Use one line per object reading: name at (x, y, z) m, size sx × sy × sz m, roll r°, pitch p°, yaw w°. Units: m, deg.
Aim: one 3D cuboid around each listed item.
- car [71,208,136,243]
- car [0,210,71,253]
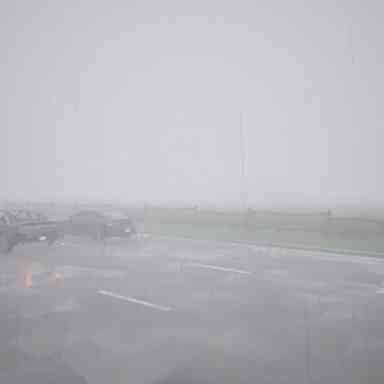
car at (-4.706, 1.508, 15.935) m, size 4.674 × 1.442 × 1.812 m, roll 0°, pitch 0°, yaw 35°
car at (-7.440, 1.472, 13.591) m, size 4.902 × 1.511 × 2.128 m, roll 0°, pitch 0°, yaw 36°
